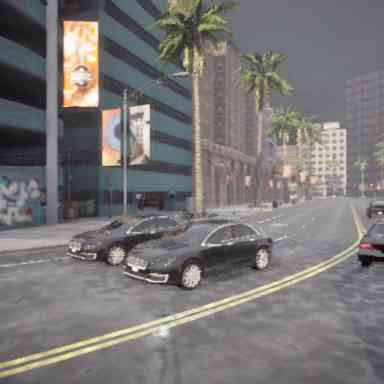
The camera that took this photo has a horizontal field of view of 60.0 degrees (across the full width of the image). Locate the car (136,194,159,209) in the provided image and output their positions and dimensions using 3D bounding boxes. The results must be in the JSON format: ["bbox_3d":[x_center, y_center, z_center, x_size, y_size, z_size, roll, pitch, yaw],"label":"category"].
[{"bbox_3d":[-6.761,1.261,46.378,2.435,2.045,5.566,0,0,25],"label":"car"}]

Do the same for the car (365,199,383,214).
[{"bbox_3d":[17.773,1.635,31.791,1.837,1.490,4.892,0,0,25],"label":"car"}]

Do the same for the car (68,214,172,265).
[{"bbox_3d":[-1.899,1.568,11.913,4.892,1.490,1.837,1,-1,-45],"label":"car"}]

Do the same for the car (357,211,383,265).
[{"bbox_3d":[6.910,1.593,11.081,2.033,1.411,5.357,0,0,37],"label":"car"}]

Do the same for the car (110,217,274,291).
[{"bbox_3d":[0.431,1.553,9.341,4.892,1.490,1.837,1,-1,-44],"label":"car"}]

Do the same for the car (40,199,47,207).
[{"bbox_3d":[-23.859,1.751,53.485,1.895,1.301,4.718,0,0,25],"label":"car"}]
